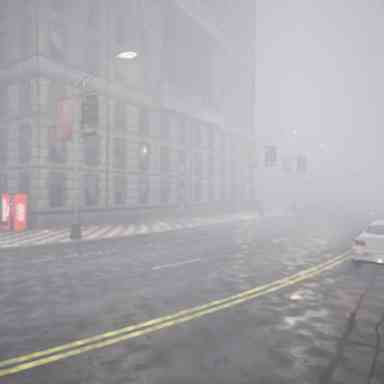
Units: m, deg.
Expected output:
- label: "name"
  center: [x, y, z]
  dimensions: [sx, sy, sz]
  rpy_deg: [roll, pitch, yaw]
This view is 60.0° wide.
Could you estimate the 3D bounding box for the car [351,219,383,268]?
- label: "car"
  center: [6.503, 1.587, 10.646]
  dimensions: [1.812, 1.442, 4.674]
  rpy_deg: [0, 0, 40]
